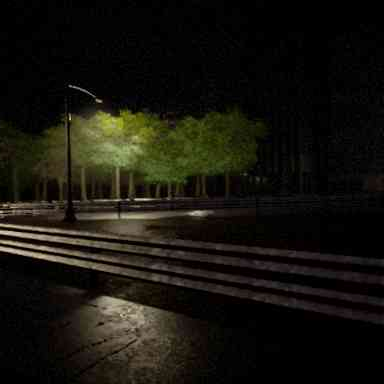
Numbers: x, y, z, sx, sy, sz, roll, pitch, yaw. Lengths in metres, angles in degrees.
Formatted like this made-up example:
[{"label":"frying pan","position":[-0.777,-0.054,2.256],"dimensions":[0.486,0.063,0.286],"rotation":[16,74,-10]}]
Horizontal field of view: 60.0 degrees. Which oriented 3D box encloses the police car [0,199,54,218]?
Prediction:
[{"label":"police car","position":[-15.291,1.505,30.393],"dimensions":[5.238,1.638,1.930],"rotation":[-2,0,7]}]
